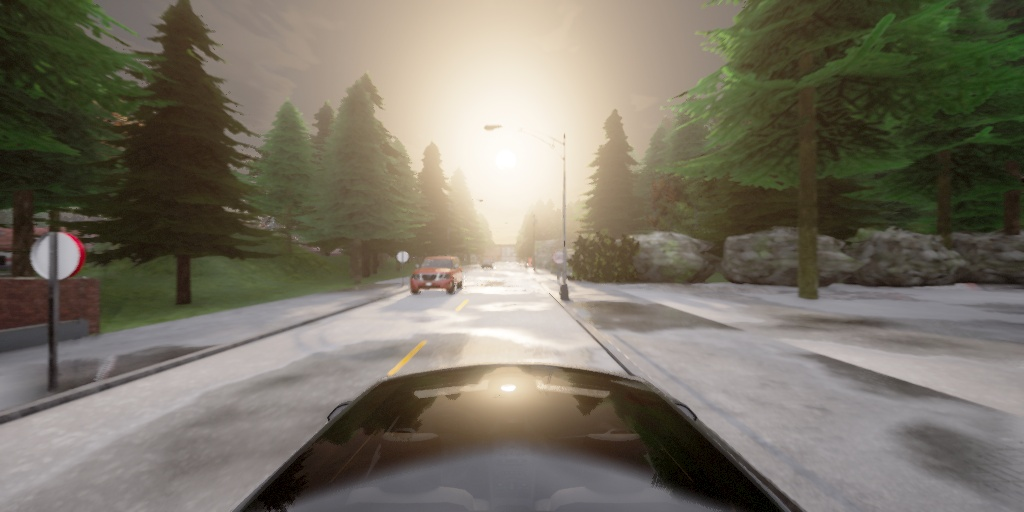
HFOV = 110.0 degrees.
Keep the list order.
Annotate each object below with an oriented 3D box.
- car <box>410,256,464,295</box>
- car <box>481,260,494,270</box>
[{"bbox_3d":[-4.109,1.031,20.474,2.150,2.045,5.566,0,0,0],"label":"car"},{"bbox_3d":[-4.011,1.438,58.790,1.837,1.490,4.892,0,0,1],"label":"car"}]
